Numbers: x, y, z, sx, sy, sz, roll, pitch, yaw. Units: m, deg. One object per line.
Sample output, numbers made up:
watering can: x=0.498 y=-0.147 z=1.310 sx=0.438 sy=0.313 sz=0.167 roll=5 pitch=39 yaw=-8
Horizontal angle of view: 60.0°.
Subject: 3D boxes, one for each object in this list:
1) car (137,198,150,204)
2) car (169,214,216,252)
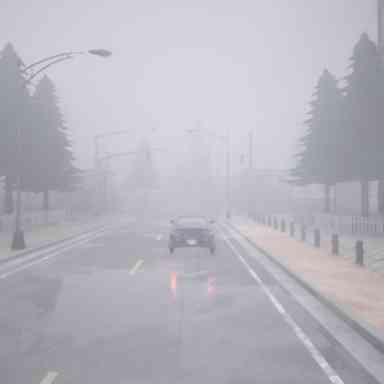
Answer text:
car: x=-11.629 y=2.190 z=79.655 sx=1.882 sy=1.535 sz=5.008 roll=0 pitch=-1 yaw=-26
car: x=0.010 y=1.662 z=14.386 sx=1.812 sy=1.442 sz=4.674 roll=0 pitch=0 yaw=0
